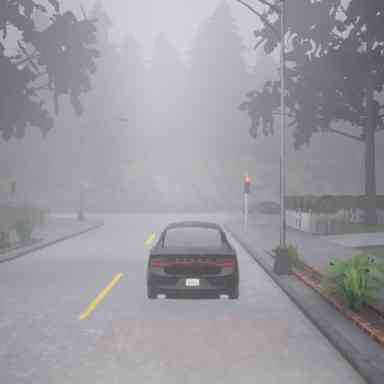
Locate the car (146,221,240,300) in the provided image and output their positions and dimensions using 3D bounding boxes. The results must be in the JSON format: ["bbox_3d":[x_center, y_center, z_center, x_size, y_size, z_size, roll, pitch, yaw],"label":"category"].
[{"bbox_3d":[0.040,1.478,8.481,1.882,1.535,5.008,0,0,1],"label":"car"}]

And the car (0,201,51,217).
[{"bbox_3d":[-15.195,1.526,30.038,4.674,1.442,1.812,0,0,0],"label":"car"}]

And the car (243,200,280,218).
[{"bbox_3d":[7.073,1.505,30.013,4.892,1.490,1.837,0,0,0],"label":"car"}]
